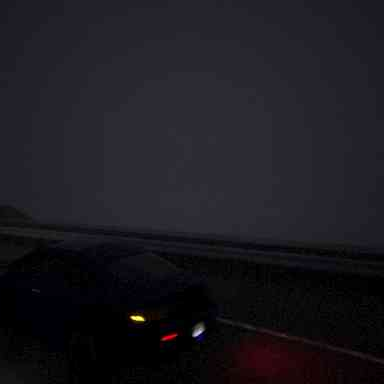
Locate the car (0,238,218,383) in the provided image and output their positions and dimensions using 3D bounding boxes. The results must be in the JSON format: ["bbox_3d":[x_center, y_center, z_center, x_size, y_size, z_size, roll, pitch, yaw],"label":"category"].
[{"bbox_3d":[-1.831,1.490,5.324,4.674,1.442,1.812,0,0,34],"label":"car"}]
